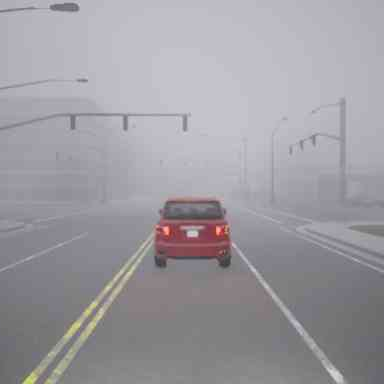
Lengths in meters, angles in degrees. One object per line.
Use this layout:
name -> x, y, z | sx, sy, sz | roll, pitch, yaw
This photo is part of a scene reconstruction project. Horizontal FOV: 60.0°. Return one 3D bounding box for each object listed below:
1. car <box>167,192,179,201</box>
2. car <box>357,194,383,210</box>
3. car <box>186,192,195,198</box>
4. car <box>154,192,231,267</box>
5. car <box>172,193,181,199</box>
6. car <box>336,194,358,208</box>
car -> -3.825, 0.853, 67.605 | 2.097, 1.767, 4.553 | 0, 0, 0
car -> 21.753, 1.196, 37.293 | 5.008, 1.535, 1.882 | 0, 1, -2
car -> -0.404, 0.709, 85.031 | 2.128, 1.511, 4.902 | 0, 0, 0
car -> 0.021, 1.138, 11.175 | 2.150, 2.045, 5.566 | 0, 1, 0
car -> -3.895, 0.936, 83.216 | 1.994, 1.385, 4.181 | 0, 0, 0
car -> 20.198, 1.045, 40.770 | 4.553, 1.767, 2.097 | 0, 0, -1
